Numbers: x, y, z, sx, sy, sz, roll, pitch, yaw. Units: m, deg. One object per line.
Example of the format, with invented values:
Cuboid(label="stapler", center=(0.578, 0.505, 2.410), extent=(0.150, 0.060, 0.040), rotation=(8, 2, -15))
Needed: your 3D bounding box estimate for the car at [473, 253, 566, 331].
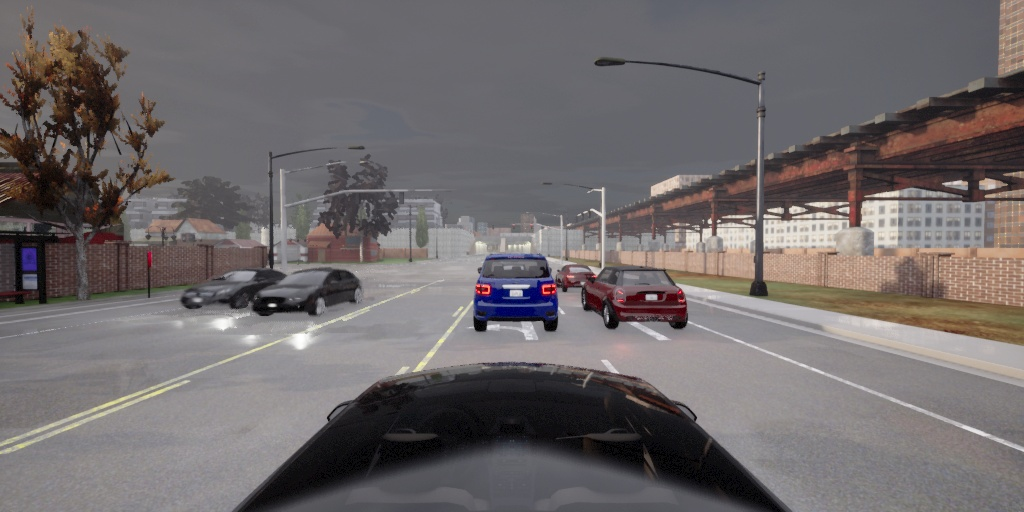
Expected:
Cuboid(label="car", center=(0.089, 0.940, 10.992), extent=(2.150, 2.045, 5.566), rotation=(0, 0, 0))

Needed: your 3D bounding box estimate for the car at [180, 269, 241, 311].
Cuboid(label="car", center=(-10.599, 1.219, 14.422), extent=(1.812, 1.442, 4.674), rotation=(0, 0, 0))

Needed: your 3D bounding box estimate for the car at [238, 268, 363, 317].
Cuboid(label="car", center=(-7.099, 1.211, 13.050), extent=(1.837, 1.490, 4.892), rotation=(0, 0, 0))

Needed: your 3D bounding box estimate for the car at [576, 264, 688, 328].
Cuboid(label="car", center=(3.589, 1.069, 11.351), extent=(2.097, 1.767, 4.553), rotation=(0, 0, 0))

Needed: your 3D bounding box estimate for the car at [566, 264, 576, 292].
Cuboid(label="car", center=(3.578, 1.180, 20.243), extent=(1.812, 1.442, 4.674), rotation=(0, 0, 0))
